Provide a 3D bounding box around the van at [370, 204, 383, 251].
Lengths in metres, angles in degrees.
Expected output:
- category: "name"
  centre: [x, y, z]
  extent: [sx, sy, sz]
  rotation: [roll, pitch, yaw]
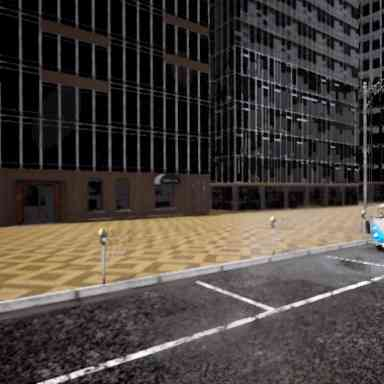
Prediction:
- category: "van"
  centre: [8.340, 1.279, 12.511]
  extent: [3.998, 1.788, 1.690]
  rotation: [0, 0, -36]
